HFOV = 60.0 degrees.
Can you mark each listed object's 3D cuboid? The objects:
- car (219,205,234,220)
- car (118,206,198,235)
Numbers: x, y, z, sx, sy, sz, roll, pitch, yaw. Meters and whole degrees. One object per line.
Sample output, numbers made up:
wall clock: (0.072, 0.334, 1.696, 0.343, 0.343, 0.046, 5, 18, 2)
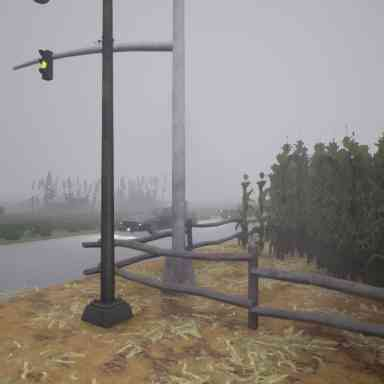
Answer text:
car: (4.188, 1.601, 27.761, 1.895, 1.301, 4.718, 0, 0, 36)
car: (-1.747, 1.547, 19.355, 2.033, 1.411, 5.357, 0, 0, 35)
